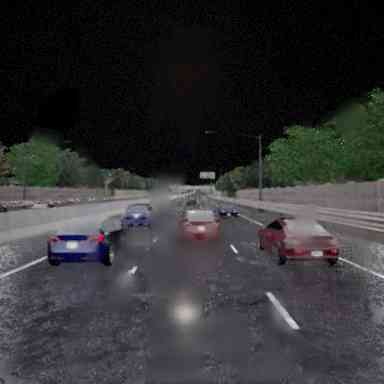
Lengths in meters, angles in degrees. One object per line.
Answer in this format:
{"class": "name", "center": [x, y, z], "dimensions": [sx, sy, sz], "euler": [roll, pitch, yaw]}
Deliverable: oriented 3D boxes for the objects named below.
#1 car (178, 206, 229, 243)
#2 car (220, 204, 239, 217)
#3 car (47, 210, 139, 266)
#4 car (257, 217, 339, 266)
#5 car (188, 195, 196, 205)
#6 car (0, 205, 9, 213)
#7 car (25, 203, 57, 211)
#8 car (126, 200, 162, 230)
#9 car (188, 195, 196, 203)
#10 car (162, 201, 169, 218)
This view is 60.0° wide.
{"class": "car", "center": [0.338, 1.657, 16.959], "dimensions": [2.163, 1.488, 4.792], "euler": [0, 0, -2]}
{"class": "car", "center": [3.606, 1.899, 34.560], "dimensions": [1.895, 1.301, 4.718], "euler": [0, 0, 0]}
{"class": "car", "center": [-3.498, 1.614, 12.062], "dimensions": [2.163, 1.488, 4.792], "euler": [0, -1, 0]}
{"class": "car", "center": [3.603, 1.634, 11.885], "dimensions": [1.812, 1.442, 4.674], "euler": [0, 0, 0]}
{"class": "car", "center": [0.012, 2.064, 73.757], "dimensions": [1.837, 1.490, 4.892], "euler": [0, 0, 0]}
{"class": "car", "center": [-17.589, 1.740, 28.294], "dimensions": [2.128, 1.511, 4.902], "euler": [0, 0, 0]}
{"class": "car", "center": [-14.087, 1.798, 31.268], "dimensions": [1.812, 1.442, 4.674], "euler": [0, 0, 0]}
{"class": "car", "center": [-3.496, 1.557, 23.003], "dimensions": [2.097, 1.767, 4.553], "euler": [0, 0, 0]}
{"class": "car", "center": [0.014, 1.855, 88.654], "dimensions": [2.150, 2.045, 5.566], "euler": [0, 0, 0]}
{"class": "car", "center": [-3.494, 1.646, 34.003], "dimensions": [2.097, 1.767, 4.553], "euler": [0, 0, 0]}
